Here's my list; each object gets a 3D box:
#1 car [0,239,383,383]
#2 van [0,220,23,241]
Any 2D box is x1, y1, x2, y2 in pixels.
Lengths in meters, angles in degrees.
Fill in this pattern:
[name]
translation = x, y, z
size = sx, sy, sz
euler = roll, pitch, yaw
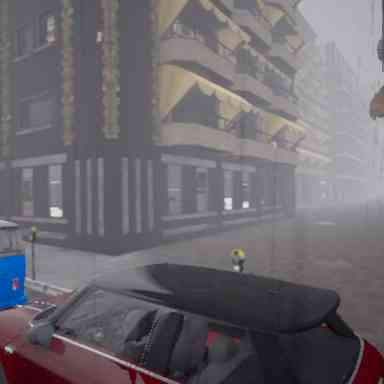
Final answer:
[car]
translation = -0.428, 1.440, 3.199
size = 4.097, 1.590, 1.967
euler = 0, -1, 36
[van]
translation = -4.829, 1.339, 6.340
size = 3.998, 1.788, 1.690
euler = 0, -1, 36
